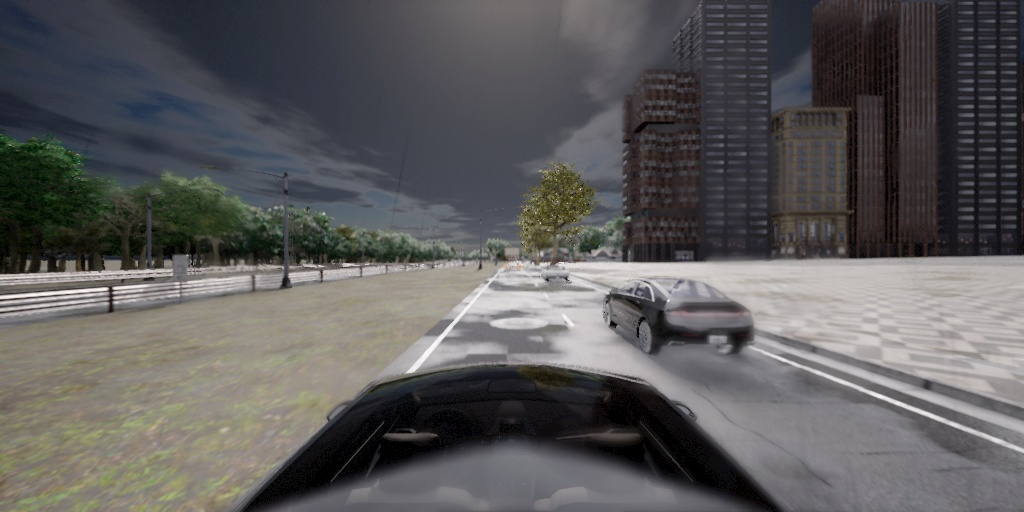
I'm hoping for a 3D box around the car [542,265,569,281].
[{"bbox_3d":[3.610,1.426,30.497,1.895,1.301,4.718,0,0,0],"label":"car"}]

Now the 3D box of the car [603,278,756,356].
[{"bbox_3d":[3.602,1.260,8.685,2.128,1.511,4.902,0,0,0],"label":"car"}]

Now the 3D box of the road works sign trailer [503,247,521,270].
[{"bbox_3d":[0.016,0.366,54.689,2.380,3.560,2.880,0,0,0],"label":"road works sign trailer"}]
